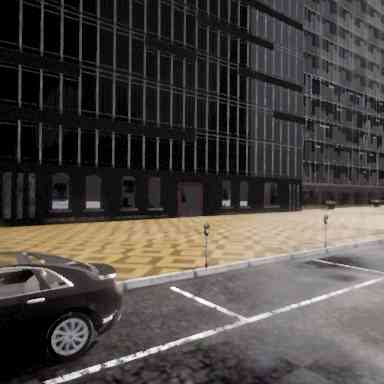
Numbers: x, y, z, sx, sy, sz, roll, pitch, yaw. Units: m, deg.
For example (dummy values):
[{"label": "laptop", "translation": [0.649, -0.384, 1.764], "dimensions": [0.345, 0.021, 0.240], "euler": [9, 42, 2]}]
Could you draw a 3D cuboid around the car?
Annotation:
[{"label": "car", "translation": [-3.096, 1.548, 4.339], "dimensions": [4.403, 1.369, 2.008], "euler": [0, 1, -35]}]
